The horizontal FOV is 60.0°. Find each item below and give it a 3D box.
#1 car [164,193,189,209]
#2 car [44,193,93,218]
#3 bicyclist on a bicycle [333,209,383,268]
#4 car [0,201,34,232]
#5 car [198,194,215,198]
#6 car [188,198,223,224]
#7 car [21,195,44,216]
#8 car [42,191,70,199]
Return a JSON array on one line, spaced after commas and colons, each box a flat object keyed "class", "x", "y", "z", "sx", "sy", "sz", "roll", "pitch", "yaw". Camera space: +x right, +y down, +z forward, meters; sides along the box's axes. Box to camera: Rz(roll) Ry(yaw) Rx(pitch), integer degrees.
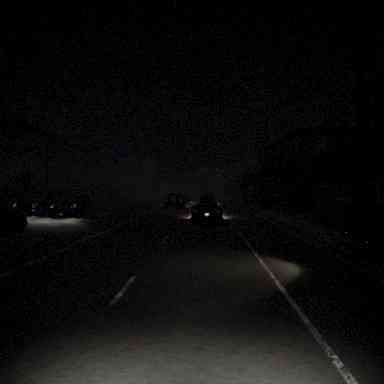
[{"class": "car", "x": -1.859, "y": 0.913, "z": 37.817, "sx": 2.097, "sy": 1.767, "sz": 4.553, "roll": 0, "pitch": 1, "yaw": 3}, {"class": "car", "x": -9.542, "y": 1.033, "z": 26.528, "sx": 2.097, "sy": 1.767, "sz": 4.553, "roll": 0, "pitch": 1, "yaw": 1}, {"class": "bicyclist on a bicycle", "x": 4.701, "y": 1.264, "z": 9.338, "sx": 1.656, "sy": 1.620, "sz": 0.582, "roll": -9, "pitch": 0, "yaw": 3}, {"class": "car", "x": -9.969, "y": 1.361, "z": 16.336, "sx": 1.994, "sy": 1.385, "sz": 4.181, "roll": 0, "pitch": 1, "yaw": 3}, {"class": "car", "x": 1.855, "y": 1.021, "z": 41.972, "sx": 1.837, "sy": 1.490, "sz": 4.892, "roll": 0, "pitch": 0, "yaw": 3}, {"class": "car", "x": 0.991, "y": 1.309, "z": 22.130, "sx": 1.994, "sy": 1.385, "sz": 4.181, "roll": 0, "pitch": 1, "yaw": 2}, {"class": "car", "x": -12.955, "y": 1.013, "z": 27.839, "sx": 2.097, "sy": 1.767, "sz": 4.553, "roll": 0, "pitch": 1, "yaw": 3}, {"class": "car", "x": -27.861, "y": 0.627, "z": 68.354, "sx": 2.038, "sy": 1.542, "sz": 4.974, "roll": 0, "pitch": 1, "yaw": 31}]
